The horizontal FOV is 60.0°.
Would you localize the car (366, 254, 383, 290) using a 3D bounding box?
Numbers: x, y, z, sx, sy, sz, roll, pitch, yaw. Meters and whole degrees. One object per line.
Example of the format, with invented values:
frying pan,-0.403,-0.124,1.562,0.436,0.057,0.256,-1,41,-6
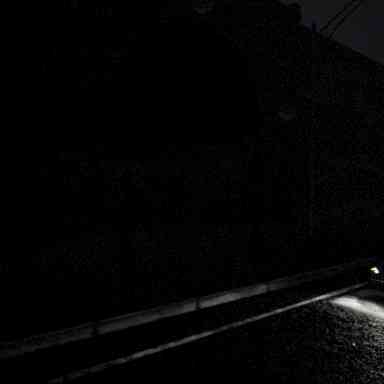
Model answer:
car,6.323,1.545,7.917,5.357,1.411,2.033,0,0,-36
